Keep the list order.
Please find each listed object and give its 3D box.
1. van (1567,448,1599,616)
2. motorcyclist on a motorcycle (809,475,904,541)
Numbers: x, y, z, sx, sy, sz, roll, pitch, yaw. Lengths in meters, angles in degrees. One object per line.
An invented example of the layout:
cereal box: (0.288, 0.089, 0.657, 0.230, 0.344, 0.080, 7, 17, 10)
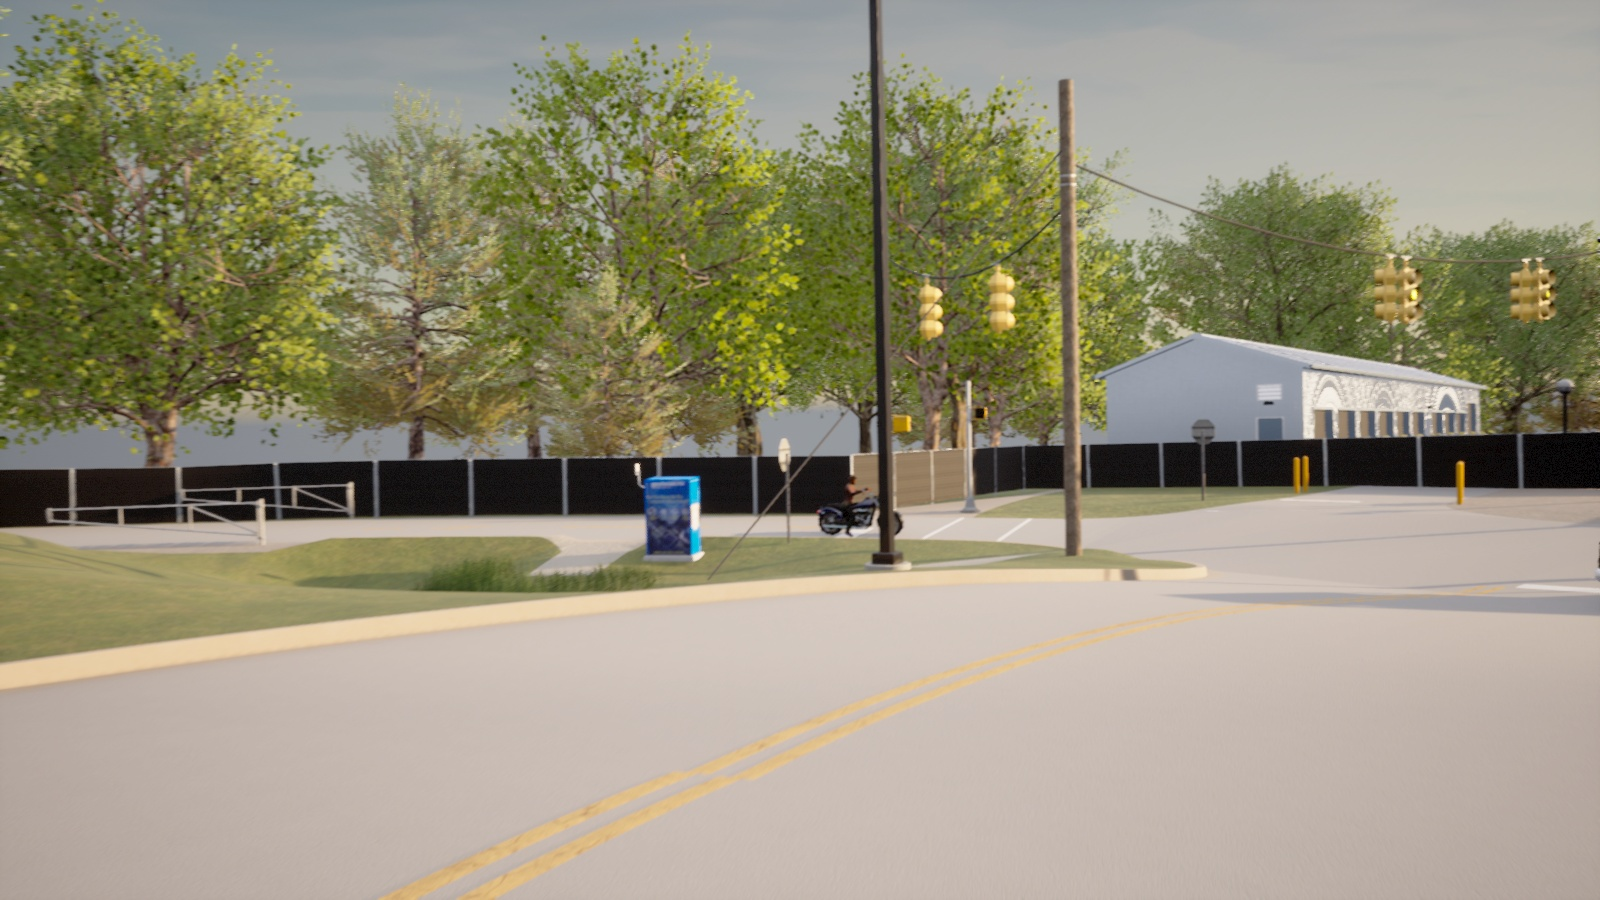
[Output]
van: (11.949, 1.019, 15.821, 4.480, 2.038, 2.069, 0, 0, -32)
motorcyclist on a motorcycle: (1.489, 1.508, 33.103, 2.350, 1.649, 0.766, 0, 2, 18)
